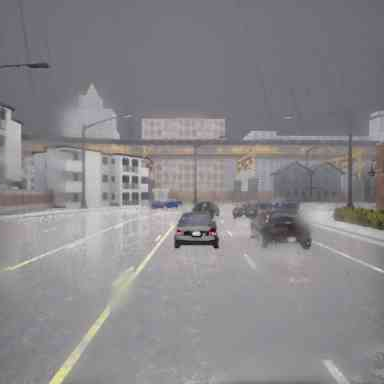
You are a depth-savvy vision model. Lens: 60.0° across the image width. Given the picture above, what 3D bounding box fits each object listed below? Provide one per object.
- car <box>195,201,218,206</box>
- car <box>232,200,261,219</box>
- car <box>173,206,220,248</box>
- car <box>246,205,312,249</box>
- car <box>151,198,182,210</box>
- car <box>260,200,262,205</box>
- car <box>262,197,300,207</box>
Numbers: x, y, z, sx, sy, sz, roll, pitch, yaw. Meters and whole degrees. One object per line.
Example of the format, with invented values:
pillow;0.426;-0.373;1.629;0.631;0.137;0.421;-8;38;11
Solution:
car;1.212;1.530;29.147;1.812;1.442;4.674;0;0;14
car;4.613;1.614;28.318;1.895;1.301;4.718;0;0;14
car;0.218;1.560;14.604;2.033;1.411;5.357;0;0;1
car;3.717;1.514;14.517;1.837;1.490;4.892;0;0;1
car;-3.321;1.509;43.872;1.882;1.535;5.008;0;0;36
car;8.293;1.614;41.304;4.718;1.301;1.895;0;0;-44
car;10.673;1.364;38.738;4.553;1.767;2.097;0;0;-44
